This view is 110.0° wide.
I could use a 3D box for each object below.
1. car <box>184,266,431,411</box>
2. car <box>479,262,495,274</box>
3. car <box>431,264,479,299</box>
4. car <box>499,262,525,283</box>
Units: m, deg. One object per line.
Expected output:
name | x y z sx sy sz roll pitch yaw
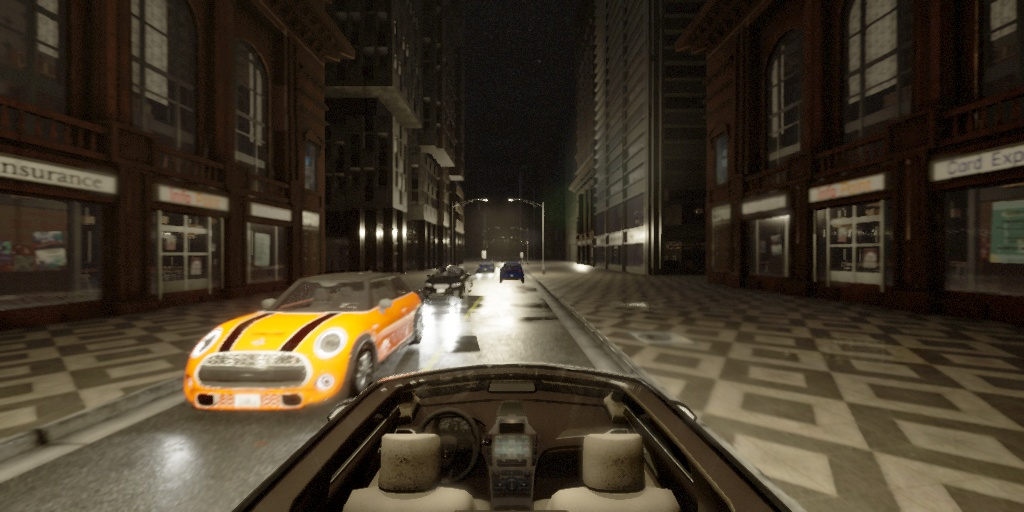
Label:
car | -3.092 1.105 6.449 2.097 1.767 4.553 0 0 0
car | -3.012 1.341 42.432 1.994 1.385 4.181 0 0 0
car | -3.089 1.252 18.068 2.128 1.511 4.902 0 0 0
car | 0.011 1.244 28.074 1.882 1.535 5.008 0 0 1
